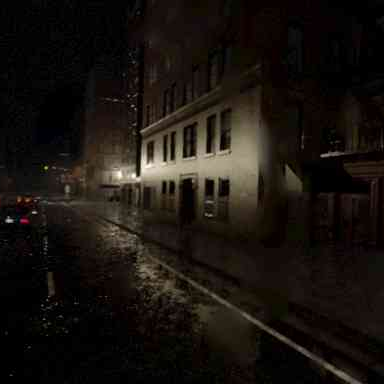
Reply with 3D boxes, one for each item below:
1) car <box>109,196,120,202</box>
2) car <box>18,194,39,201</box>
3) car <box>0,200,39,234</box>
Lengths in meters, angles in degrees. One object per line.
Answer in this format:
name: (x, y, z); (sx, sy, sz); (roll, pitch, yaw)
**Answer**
car: (-14.191, 1.416, 65.618); (4.313, 1.339, 1.947); (2, 0, -24)
car: (-18.545, 0.956, 37.674); (2.097, 1.767, 4.553); (2, 0, -24)
car: (-9.304, 1.341, 17.356); (2.033, 1.411, 5.357); (2, 0, -24)
